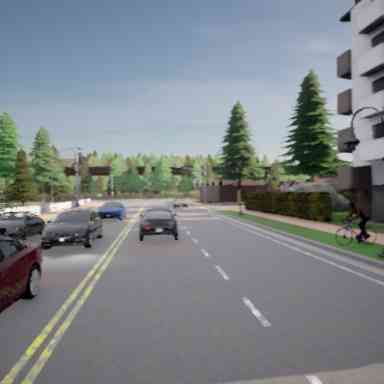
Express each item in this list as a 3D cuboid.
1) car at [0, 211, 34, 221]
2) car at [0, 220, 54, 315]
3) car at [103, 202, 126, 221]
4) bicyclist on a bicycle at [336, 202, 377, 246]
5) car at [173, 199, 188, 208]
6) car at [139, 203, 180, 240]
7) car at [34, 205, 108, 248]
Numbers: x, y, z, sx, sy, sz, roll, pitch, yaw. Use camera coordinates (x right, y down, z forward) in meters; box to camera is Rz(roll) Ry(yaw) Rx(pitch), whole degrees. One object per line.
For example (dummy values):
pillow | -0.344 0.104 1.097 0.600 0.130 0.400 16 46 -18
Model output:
car | -8.949 1.691 16.901 1.994 1.385 4.181 -1 0 -7
car | -4.153 1.539 5.643 1.882 1.535 5.008 -1 0 -7
car | -6.617 1.556 27.789 1.882 1.535 5.008 -1 0 -6
bicyclist on a bicycle | 6.124 1.191 12.396 1.656 1.620 0.582 -1 0 -7
car | -1.735 1.583 47.771 1.895 1.301 4.718 -1 0 -6
car | -1.718 1.537 17.075 1.812 1.442 4.674 -1 0 -6
car | -5.223 1.574 15.073 1.837 1.490 4.892 -1 0 -6
